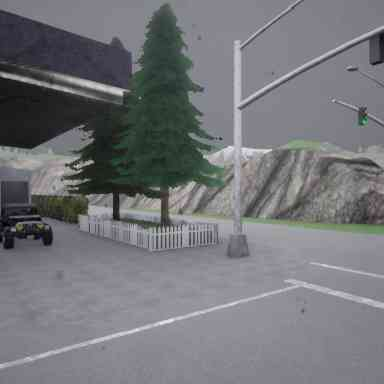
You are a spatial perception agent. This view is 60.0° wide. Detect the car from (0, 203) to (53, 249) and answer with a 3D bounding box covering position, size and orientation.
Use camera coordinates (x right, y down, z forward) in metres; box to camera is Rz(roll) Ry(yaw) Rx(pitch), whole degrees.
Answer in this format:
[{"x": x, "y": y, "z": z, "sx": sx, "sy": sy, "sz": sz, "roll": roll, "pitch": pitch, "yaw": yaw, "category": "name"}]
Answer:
[{"x": -8.030, "y": 1.505, "z": 15.815, "sx": 1.905, "sy": 1.878, "sz": 3.866, "roll": 0, "pitch": 0, "yaw": -37, "category": "car"}]
